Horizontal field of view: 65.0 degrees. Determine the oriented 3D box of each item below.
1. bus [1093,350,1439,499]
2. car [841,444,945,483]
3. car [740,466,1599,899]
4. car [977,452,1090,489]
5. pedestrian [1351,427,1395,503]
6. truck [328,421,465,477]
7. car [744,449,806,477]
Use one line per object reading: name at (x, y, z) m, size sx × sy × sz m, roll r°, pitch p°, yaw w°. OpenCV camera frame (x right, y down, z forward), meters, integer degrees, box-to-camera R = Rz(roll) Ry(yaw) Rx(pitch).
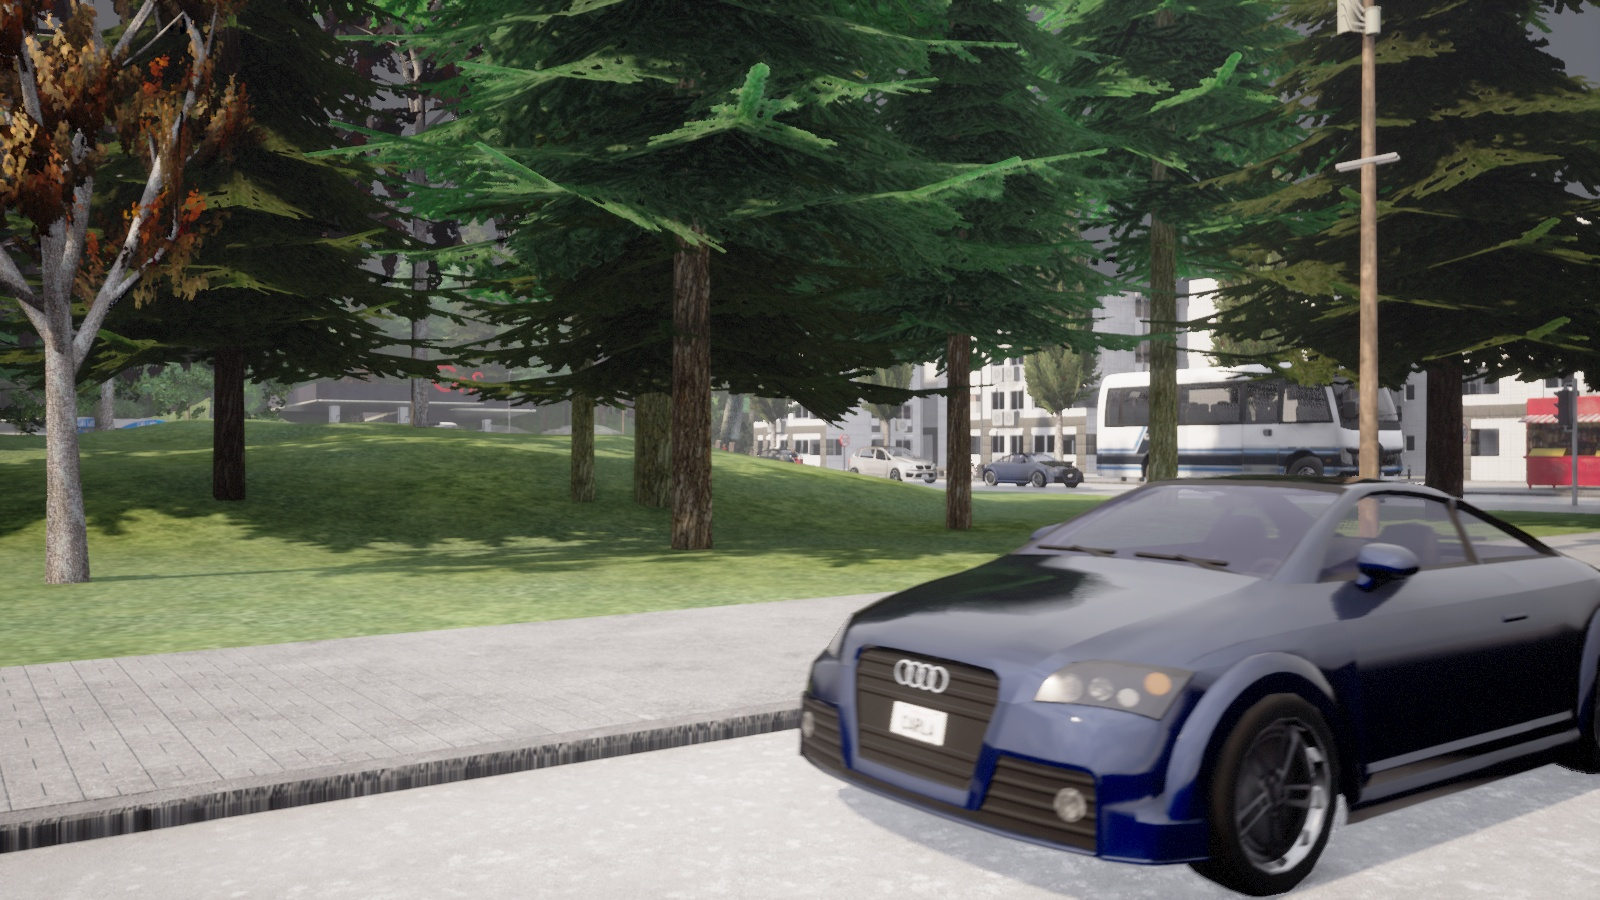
bus at (14.850, -0.707, 41.199) m, size 3.944 × 4.253 × 10.273 m, roll 0°, pitch 0°, yaw -33°
car at (4.141, 0.573, 56.483) m, size 2.242 × 1.667 × 4.611 m, roll 0°, pitch 0°, yaw -35°
car at (2.033, 0.799, 5.688) m, size 4.181 × 1.385 × 1.994 m, roll 0°, pitch 0°, yaw -35°
car at (9.117, 0.765, 49.329) m, size 1.994 × 1.385 × 4.181 m, roll 0°, pitch 0°, yaw -35°
pedestrian at (14.561, 0.379, 31.897) m, size 0.563 × 1.883 × 0.849 m, roll 0°, pitch 0°, yaw -40°
truck at (-26.118, -0.085, 81.417) m, size 7.936 × 3.462 × 2.891 m, roll 0°, pitch 0°, yaw -35°
car at (-1.449, 0.740, 71.513) m, size 1.789 × 1.549 × 3.705 m, roll 0°, pitch 0°, yaw -35°
